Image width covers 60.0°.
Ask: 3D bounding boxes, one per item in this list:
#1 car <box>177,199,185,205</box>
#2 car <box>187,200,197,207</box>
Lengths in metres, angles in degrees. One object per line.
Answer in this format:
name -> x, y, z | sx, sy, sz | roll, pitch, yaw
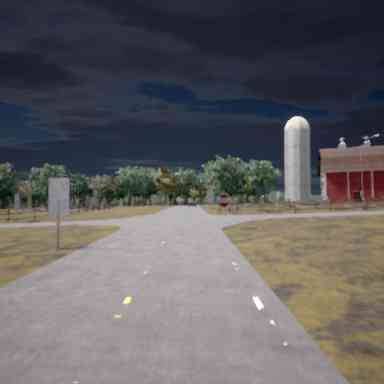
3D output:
car -> -2.736, 2.490, 81.844 | 2.033, 1.411, 5.357 | 0, -1, 0
car -> 0.013, 2.714, 77.226 | 1.837, 1.490, 4.892 | 0, -1, 0
